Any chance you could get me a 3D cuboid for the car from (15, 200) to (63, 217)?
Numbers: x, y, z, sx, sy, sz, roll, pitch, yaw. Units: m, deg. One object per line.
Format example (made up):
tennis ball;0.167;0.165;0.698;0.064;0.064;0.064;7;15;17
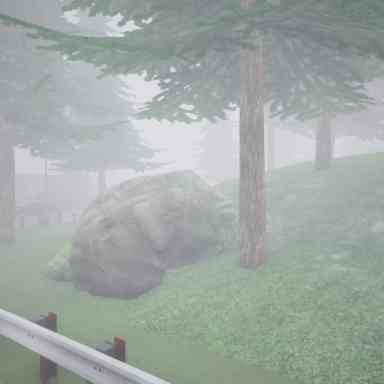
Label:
car;-13.278;1.489;27.867;1.837;1.490;4.892;0;0;35
